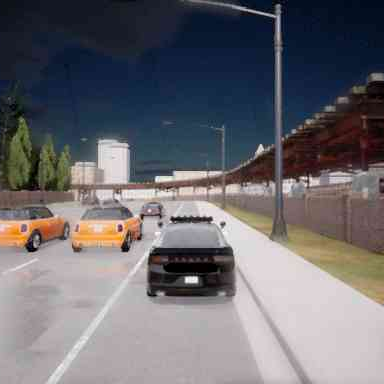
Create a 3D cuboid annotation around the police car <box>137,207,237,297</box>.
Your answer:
[{"bbox_3d":[-0.012,1.428,8.762,1.930,1.638,5.238,0,0,0],"label":"police car"}]

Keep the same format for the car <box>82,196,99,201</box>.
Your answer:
[{"bbox_3d":[-17.395,1.429,57.231,2.097,1.767,4.553,0,0,0],"label":"car"}]

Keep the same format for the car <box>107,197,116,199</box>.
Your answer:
[{"bbox_3d":[-13.895,1.625,57.200,1.994,1.385,4.181,0,0,0],"label":"car"}]

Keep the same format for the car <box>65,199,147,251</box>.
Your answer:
[{"bbox_3d":[-3.395,1.372,14.161,2.097,1.767,4.553,0,0,0],"label":"car"}]

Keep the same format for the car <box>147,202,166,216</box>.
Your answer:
[{"bbox_3d":[-3.395,1.576,29.194,2.033,1.411,5.357,0,0,0],"label":"car"}]

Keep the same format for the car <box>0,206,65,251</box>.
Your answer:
[{"bbox_3d":[-6.895,1.372,14.161,2.097,1.767,4.553,0,0,0],"label":"car"}]

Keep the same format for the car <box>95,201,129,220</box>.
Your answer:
[{"bbox_3d":[-6.895,1.585,29.193,1.994,1.385,4.181,0,0,0],"label":"car"}]
